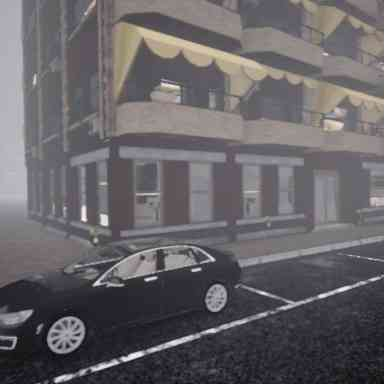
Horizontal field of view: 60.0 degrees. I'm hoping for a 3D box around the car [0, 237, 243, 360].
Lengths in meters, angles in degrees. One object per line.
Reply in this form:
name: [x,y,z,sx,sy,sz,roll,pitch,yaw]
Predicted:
car: [-1.050,1.538,5.834,4.403,1.369,2.008,0,-1,-36]
